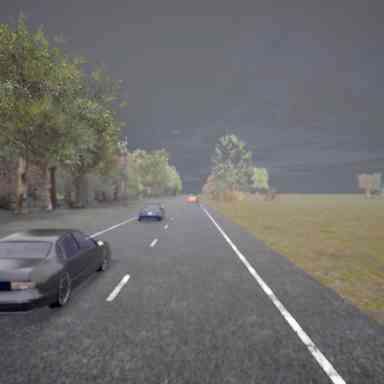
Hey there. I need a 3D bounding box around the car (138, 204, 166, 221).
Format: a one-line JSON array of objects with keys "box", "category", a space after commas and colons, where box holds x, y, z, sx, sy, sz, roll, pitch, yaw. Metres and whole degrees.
[{"box": [-3.382, 1.695, 28.709, 1.994, 1.385, 4.181, 0, 0, 0], "category": "car"}]

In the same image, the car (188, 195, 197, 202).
[{"box": [0.054, 1.630, 81.733, 2.097, 1.767, 4.553, 0, 0, 0], "category": "car"}]

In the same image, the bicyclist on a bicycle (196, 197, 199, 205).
[{"box": [1.005, 1.747, 64.433, 0.582, 1.620, 1.656, 0, -1, 0], "category": "bicyclist on a bicycle"}]

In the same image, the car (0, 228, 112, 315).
[{"box": [-3.396, 1.584, 7.909, 2.033, 1.411, 5.357, 0, 0, 0], "category": "car"}]

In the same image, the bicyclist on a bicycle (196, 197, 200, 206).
[{"box": [0.999, 1.706, 55.431, 0.582, 1.620, 1.656, 0, -1, 0], "category": "bicyclist on a bicycle"}]
